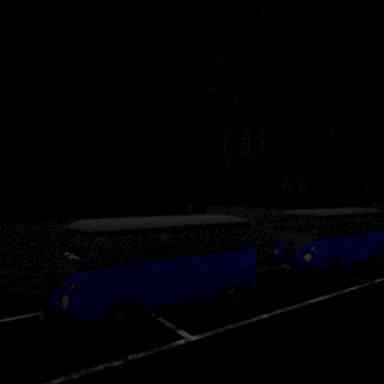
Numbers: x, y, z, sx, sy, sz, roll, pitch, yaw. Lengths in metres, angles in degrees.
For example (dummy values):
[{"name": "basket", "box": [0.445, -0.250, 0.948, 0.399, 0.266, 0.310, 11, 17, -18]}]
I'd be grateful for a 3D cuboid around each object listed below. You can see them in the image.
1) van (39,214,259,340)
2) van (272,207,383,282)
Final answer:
[{"name": "van", "box": [-0.558, 1.347, 6.252, 3.998, 1.788, 1.690, 0, 0, -36]}, {"name": "van", "box": [4.064, 1.357, 9.550, 3.998, 1.788, 1.690, 0, 0, -36]}]
